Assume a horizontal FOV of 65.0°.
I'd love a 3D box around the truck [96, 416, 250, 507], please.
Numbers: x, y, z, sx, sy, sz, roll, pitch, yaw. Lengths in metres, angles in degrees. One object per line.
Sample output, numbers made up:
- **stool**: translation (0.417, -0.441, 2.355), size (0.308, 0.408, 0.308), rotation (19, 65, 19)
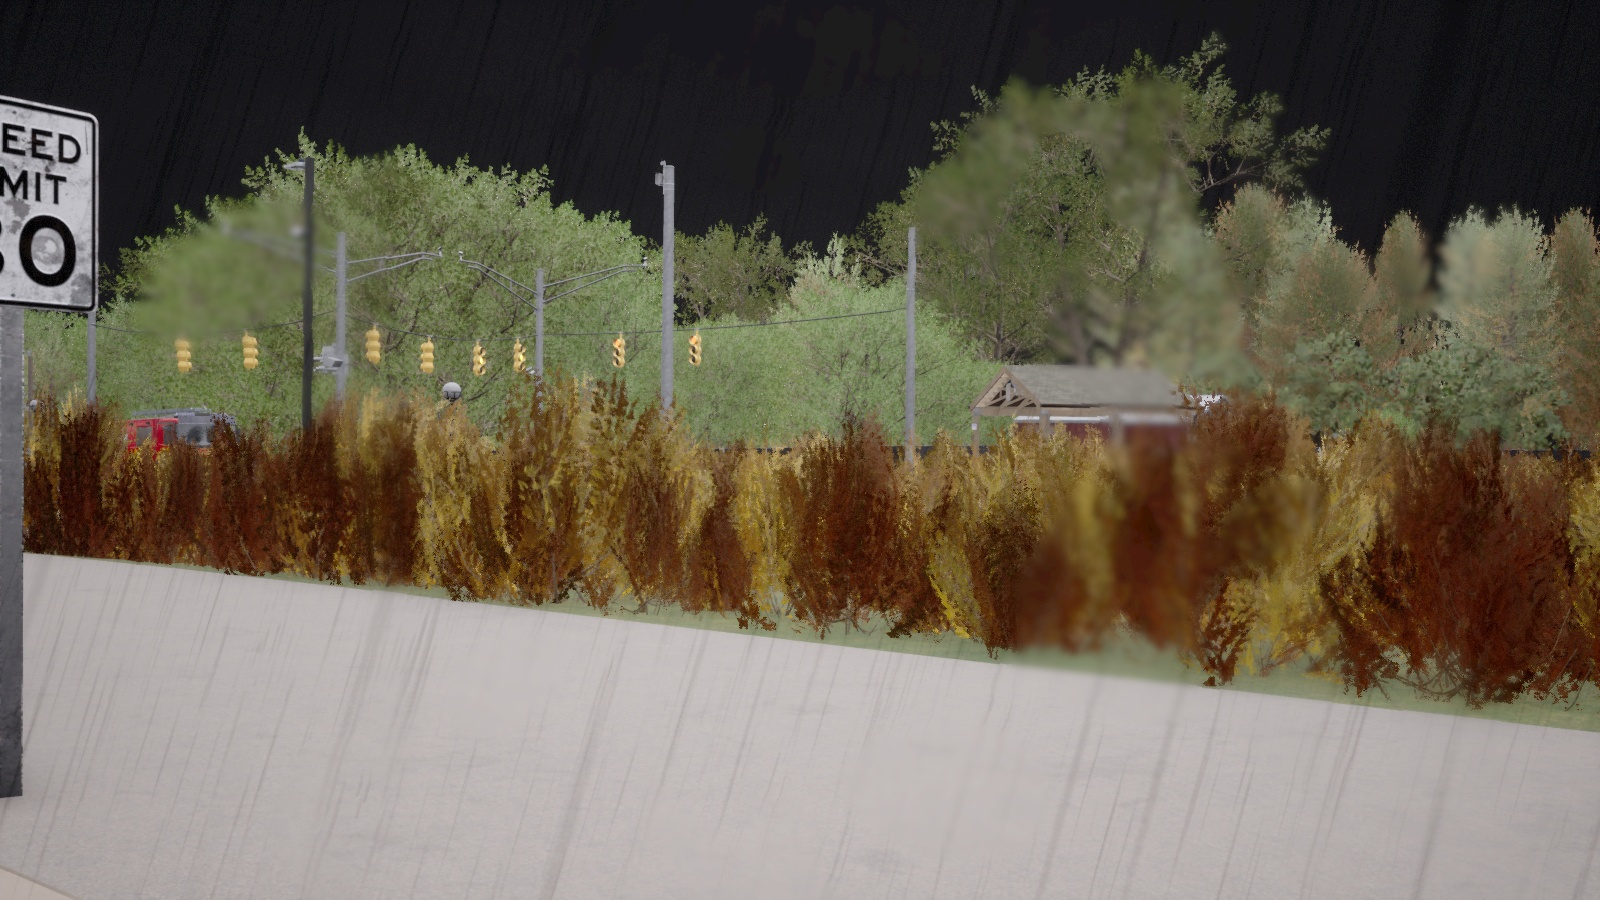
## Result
- **truck**: translation (-28.529, 0.575, 56.951), size (8.468, 3.827, 2.891), rotation (-2, 0, 39)
